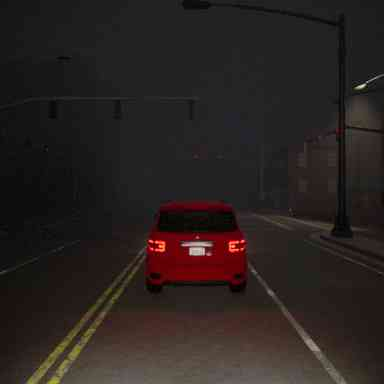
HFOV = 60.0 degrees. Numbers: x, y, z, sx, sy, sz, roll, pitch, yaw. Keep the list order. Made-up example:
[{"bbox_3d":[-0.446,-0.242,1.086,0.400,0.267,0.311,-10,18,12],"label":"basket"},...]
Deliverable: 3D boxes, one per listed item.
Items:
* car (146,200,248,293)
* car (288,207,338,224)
[{"bbox_3d":[0.093,1.221,9.010,2.150,2.045,5.566,0,0,0],"label":"car"},{"bbox_3d":[11.107,1.979,29.643,4.718,1.301,1.895,8,0,0],"label":"car"}]
